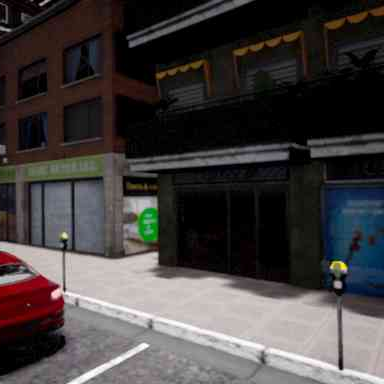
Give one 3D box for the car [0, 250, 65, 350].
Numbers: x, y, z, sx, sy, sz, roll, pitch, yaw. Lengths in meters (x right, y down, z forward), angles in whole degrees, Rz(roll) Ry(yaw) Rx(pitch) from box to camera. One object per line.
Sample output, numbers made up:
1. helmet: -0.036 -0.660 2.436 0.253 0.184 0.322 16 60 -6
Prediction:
1. car: -3.841 1.641 5.622 4.206 1.307 1.802 -1 -1 35
